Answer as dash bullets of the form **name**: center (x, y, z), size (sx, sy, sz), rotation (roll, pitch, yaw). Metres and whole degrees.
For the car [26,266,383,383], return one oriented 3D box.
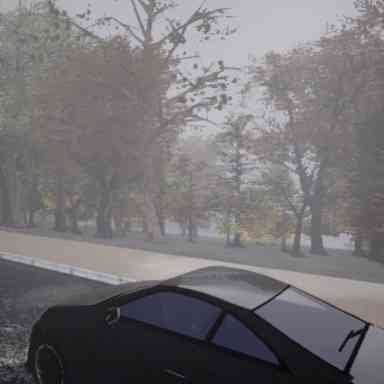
- **car**: center (0.048, 1.566, 3.651), size (4.181, 1.385, 1.994), rotation (0, 0, 36)
